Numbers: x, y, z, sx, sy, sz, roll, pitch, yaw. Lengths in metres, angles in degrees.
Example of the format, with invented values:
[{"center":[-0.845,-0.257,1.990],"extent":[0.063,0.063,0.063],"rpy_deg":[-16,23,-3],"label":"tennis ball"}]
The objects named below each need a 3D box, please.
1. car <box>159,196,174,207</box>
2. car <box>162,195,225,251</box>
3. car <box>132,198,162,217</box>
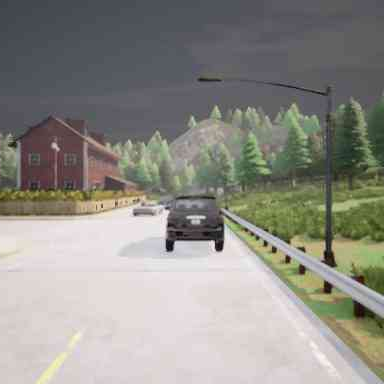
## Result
[{"center":[-3.664,1.346,48.261],"extent":[1.837,1.490,4.892],"rpy_deg":[0,0,0],"label":"car"},{"center":[0.041,1.165,13.963],"extent":[2.150,2.045,5.566],"rpy_deg":[0,-1,-2],"label":"car"},{"center":[-3.904,1.501,29.919],"extent":[1.895,1.301,4.718],"rpy_deg":[0,0,6],"label":"car"}]
